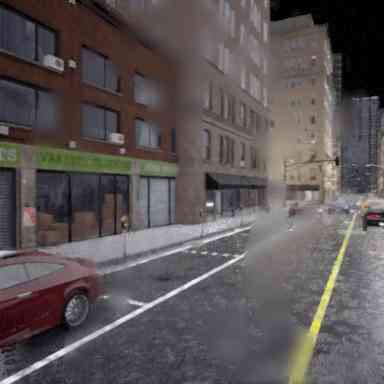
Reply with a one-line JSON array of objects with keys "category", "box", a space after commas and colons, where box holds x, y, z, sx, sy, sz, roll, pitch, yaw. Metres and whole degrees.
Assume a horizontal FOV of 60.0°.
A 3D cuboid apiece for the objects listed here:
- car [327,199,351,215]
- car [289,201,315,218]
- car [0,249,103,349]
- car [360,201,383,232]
[{"category": "car", "box": [14.928, 1.473, 33.656, 1.812, 1.442, 4.674, 0, 0, 27]}, {"category": "car", "box": [9.754, 1.486, 29.477, 1.887, 1.381, 4.507, 0, 0, 27]}, {"category": "car", "box": [-3.078, 1.552, 4.671, 1.802, 1.307, 4.206, 0, 0, 27]}, {"category": "car", "box": [11.047, 1.482, 19.492, 1.837, 1.490, 4.892, 0, -1, 28]}]
